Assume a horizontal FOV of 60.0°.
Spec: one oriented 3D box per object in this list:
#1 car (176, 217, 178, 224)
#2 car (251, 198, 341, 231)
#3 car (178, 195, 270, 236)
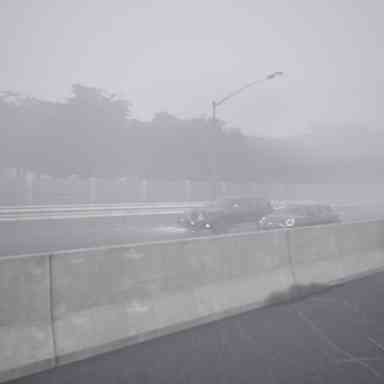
[{"bbox_3d":[1.007,1.566,22.026,4.181,1.385,1.994,0,0,-36],"label":"car"},{"bbox_3d":[5.417,1.351,16.579,4.553,1.767,2.097,0,0,-36],"label":"car"},{"bbox_3d":[2.271,1.223,18.611,5.566,2.045,2.150,0,0,-36],"label":"car"}]
